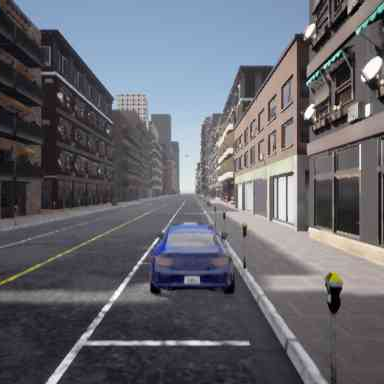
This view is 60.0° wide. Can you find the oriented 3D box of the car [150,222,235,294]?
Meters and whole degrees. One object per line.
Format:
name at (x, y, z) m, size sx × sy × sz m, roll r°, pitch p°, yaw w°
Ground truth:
car at (0.004, 1.516, 8.649) m, size 1.812 × 1.442 × 4.674 m, roll 0°, pitch 0°, yaw 0°
